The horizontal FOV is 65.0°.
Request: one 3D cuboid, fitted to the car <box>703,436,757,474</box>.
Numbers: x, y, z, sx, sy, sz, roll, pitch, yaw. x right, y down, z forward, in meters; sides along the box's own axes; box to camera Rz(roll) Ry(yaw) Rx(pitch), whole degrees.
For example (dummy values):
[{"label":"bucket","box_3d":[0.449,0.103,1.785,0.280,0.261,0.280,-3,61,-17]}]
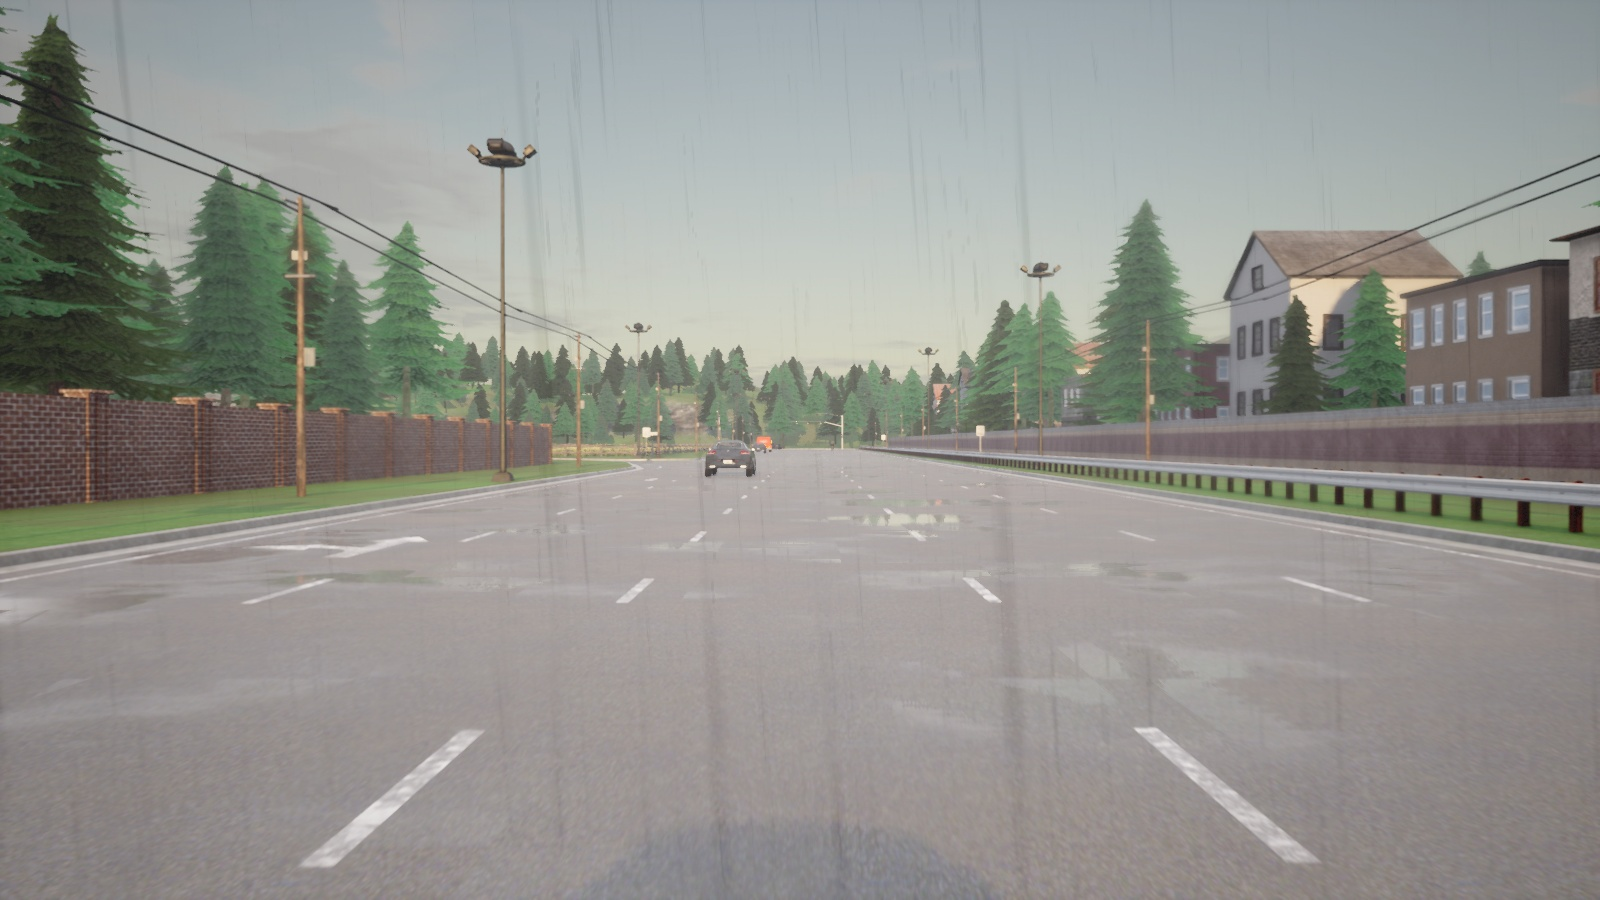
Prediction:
[{"label":"car","box_3d":[-3.155,0.198,57.630,2.152,1.651,5.027,0,0,0]}]
